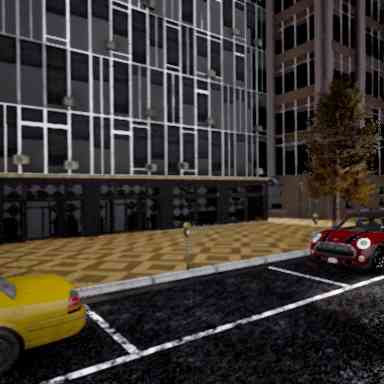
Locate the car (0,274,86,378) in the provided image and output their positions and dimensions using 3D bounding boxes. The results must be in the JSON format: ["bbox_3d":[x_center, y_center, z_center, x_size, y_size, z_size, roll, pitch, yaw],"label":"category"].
[{"bbox_3d":[-3.794,1.529,3.862,4.829,1.417,1.752,0,0,-36],"label":"car"}]

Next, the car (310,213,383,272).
[{"bbox_3d":[5.595,1.399,10.567,4.097,1.590,1.967,0,0,-36],"label":"car"}]
